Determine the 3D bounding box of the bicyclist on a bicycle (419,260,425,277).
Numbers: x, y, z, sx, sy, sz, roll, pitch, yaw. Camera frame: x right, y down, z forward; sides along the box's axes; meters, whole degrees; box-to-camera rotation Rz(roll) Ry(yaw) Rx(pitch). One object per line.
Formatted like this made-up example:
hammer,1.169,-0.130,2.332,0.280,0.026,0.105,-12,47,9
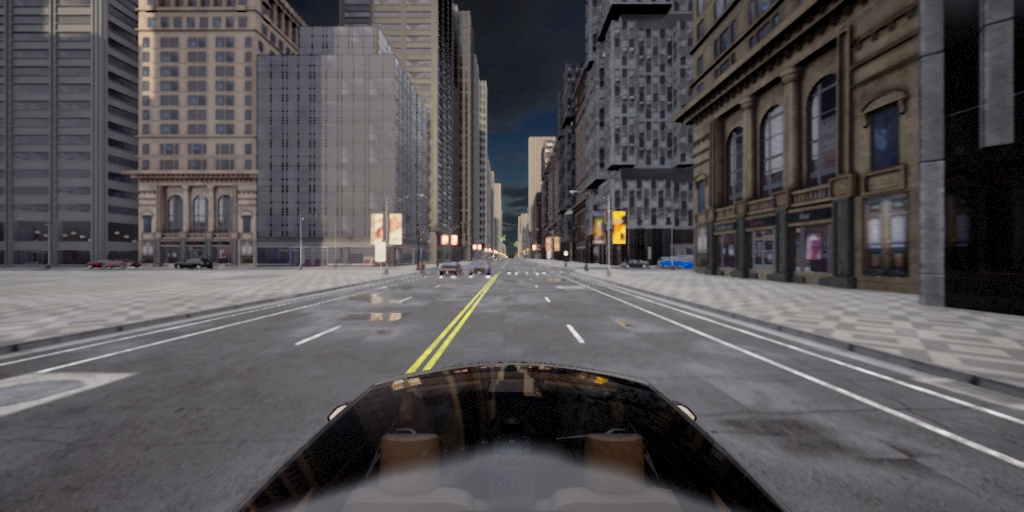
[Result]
bicyclist on a bicycle,-8.659,1.198,34.628,0.582,1.620,1.656,0,0,1

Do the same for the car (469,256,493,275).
car,-3.270,1.095,37.993,2.097,1.767,4.553,0,0,0

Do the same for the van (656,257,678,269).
van,24.744,1.031,55.999,3.998,1.789,1.690,0,0,0

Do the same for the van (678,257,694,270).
van,24.710,1.023,47.474,3.998,1.789,1.690,0,0,0

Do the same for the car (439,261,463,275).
car,-6.508,1.291,38.789,2.033,1.411,5.357,0,0,0

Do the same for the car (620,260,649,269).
car,19.126,1.252,56.023,4.403,1.370,2.007,0,0,0
